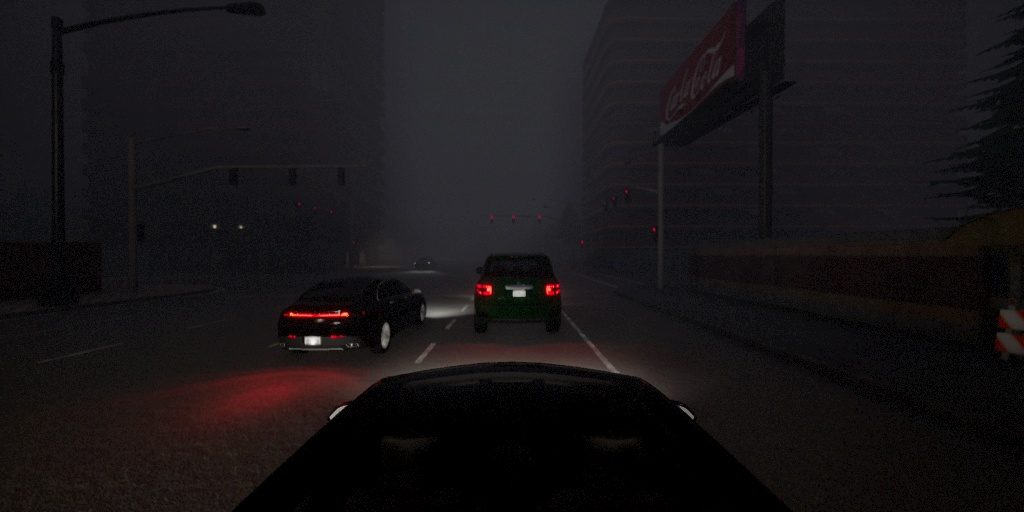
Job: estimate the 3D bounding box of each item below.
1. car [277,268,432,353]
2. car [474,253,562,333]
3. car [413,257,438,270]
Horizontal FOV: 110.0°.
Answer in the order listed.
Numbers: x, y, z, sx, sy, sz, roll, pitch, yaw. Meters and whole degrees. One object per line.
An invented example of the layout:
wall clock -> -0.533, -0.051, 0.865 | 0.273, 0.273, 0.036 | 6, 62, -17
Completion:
car -> -3.446, 1.218, 8.680 | 1.837, 1.490, 4.892 | 0, 0, 1
car -> 0.087, 0.924, 10.735 | 2.150, 2.045, 5.566 | 0, 0, -2
car -> -10.511, 0.880, 43.796 | 2.097, 1.767, 4.553 | 0, 0, 0
